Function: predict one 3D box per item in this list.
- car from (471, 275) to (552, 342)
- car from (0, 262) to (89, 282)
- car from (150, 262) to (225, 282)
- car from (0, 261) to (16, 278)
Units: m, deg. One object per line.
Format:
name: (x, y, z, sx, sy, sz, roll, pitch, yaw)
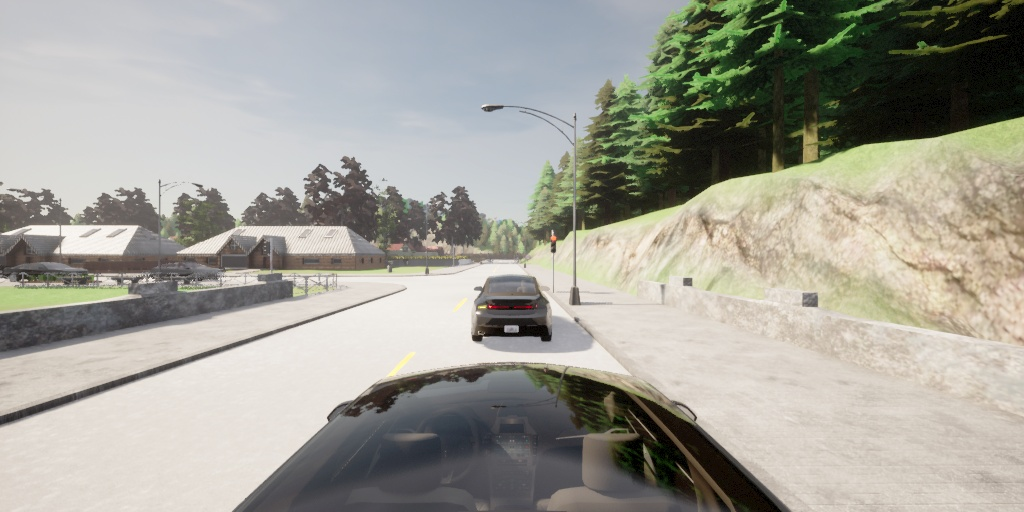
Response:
car: (-0.009, 1.255, 9.801, 1.837, 1.490, 4.892, 0, 0, 0)
car: (-36.235, 1.228, 28.020, 5.008, 1.535, 1.882, 0, 0, 0)
car: (-25.371, 1.243, 28.109, 4.902, 1.511, 2.128, 0, 0, 0)
car: (-48.132, 1.228, 32.056, 5.008, 1.535, 1.882, 0, 0, 0)
